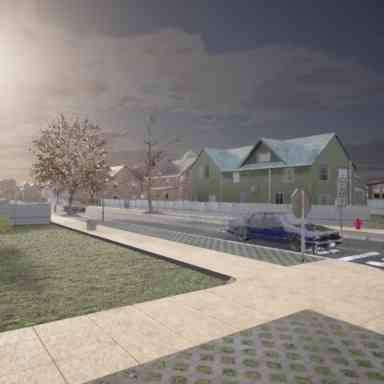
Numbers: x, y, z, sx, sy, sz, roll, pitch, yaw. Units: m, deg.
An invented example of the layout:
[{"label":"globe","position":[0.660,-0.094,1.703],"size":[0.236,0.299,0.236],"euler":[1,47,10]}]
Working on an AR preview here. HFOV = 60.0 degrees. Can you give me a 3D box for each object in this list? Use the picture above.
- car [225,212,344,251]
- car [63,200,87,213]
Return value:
[{"label":"car","position":[3.758,1.592,14.652],"size":[2.033,1.411,5.357],"euler":[1,-1,-35]},{"label":"car","position":[-14.513,1.793,41.015],"size":[1.837,1.490,4.892],"euler":[1,0,-35]}]
